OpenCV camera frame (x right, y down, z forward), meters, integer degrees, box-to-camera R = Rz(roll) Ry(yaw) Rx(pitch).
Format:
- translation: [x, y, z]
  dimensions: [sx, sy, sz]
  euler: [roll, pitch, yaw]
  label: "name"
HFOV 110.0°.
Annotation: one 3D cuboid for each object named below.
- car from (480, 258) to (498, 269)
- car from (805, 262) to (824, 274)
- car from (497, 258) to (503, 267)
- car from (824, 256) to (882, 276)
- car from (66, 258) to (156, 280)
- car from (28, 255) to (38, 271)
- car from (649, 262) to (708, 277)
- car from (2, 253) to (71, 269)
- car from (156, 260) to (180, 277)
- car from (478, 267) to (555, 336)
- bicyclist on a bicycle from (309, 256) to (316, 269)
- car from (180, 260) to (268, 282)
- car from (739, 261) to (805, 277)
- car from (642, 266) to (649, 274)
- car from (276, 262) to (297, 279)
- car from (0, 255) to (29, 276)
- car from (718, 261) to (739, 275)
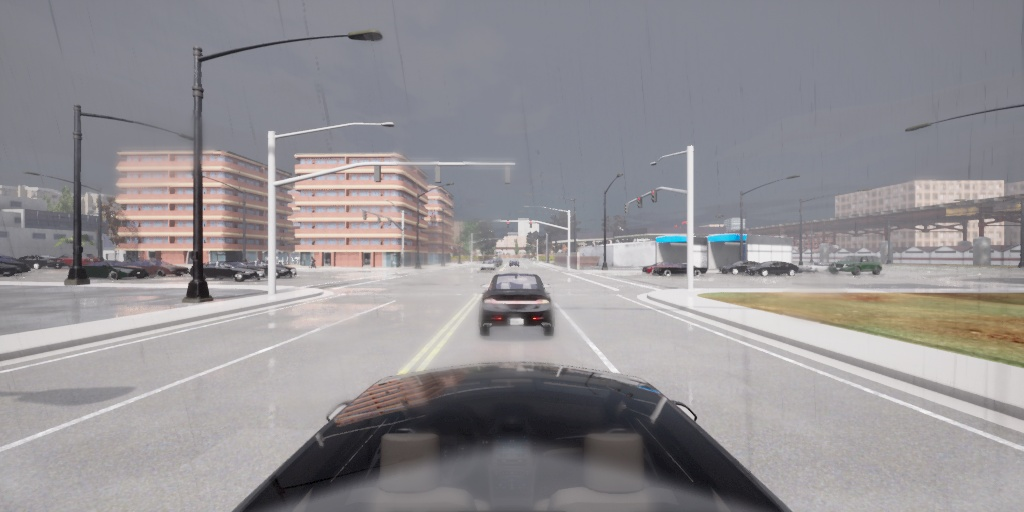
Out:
- translation: [-3.357, 1.351, 49.857]
  dimensions: [1.895, 1.301, 4.718]
  euler: [0, 0, 0]
  label: "car"
- translation: [34.885, 1.351, 41.028]
  dimensions: [4.718, 1.301, 1.895]
  euler: [0, 0, -19]
  label: "car"
- translation: [-3.261, 1.243, 63.350]
  dimensions: [2.128, 1.511, 4.902]
  euler: [0, 0, 1]
  label: "car"
- translation: [36.329, 0.971, 37.857]
  dimensions: [5.566, 2.045, 2.150]
  euler: [0, 0, -19]
  label: "car"
- translation: [-29.789, 1.053, 26.731]
  dimensions: [4.181, 1.385, 1.994]
  euler: [1, 0, 1]
  label: "car"
- translation: [-44.076, 0.801, 30.596]
  dimensions: [4.181, 1.385, 1.994]
  euler: [1, 0, 1]
  label: "car"
- translation: [16.635, 1.351, 35.651]
  dimensions: [4.718, 1.301, 1.895]
  euler: [0, 0, 0]
  label: "car"
- translation: [-50.377, 0.628, 37.894]
  dimensions: [4.892, 1.490, 1.837]
  euler: [1, 0, 2]
  label: "car"
- translation: [-30.415, 1.025, 30.251]
  dimensions: [5.357, 1.411, 2.033]
  euler: [1, 0, 1]
  label: "car"
- translation: [0.121, 1.242, 10.343]
  dimensions: [2.128, 1.511, 4.902]
  euler: [0, 0, 0]
  label: "car"
- translation: [-25.927, 0.844, 46.628]
  dimensions: [0.582, 1.620, 1.656]
  euler: [1, 0, 1]
  label: "bicyclist on a bicycle"
- translation: [-20.949, 1.109, 26.508]
  dimensions: [4.902, 1.511, 2.128]
  euler: [1, 0, 1]
  label: "car"
- translation: [25.914, 1.255, 35.803]
  dimensions: [4.892, 1.490, 1.837]
  euler: [0, 0, -5]
  label: "car"
- translation: [16.475, 1.314, 39.179]
  dimensions: [4.181, 1.385, 1.994]
  euler: [0, 0, 1]
  label: "car"
- translation: [-20.660, 1.109, 29.999]
  dimensions: [4.902, 1.511, 2.128]
  euler: [1, 0, 1]
  label: "car"
- translation: [-40.539, 0.848, 27.004]
  dimensions: [5.357, 1.411, 2.033]
  euler: [1, 0, 1]
  label: "car"
- translation: [25.220, 1.255, 39.256]
  dimensions: [4.892, 1.490, 1.837]
  euler: [0, 0, -5]
  label: "car"
